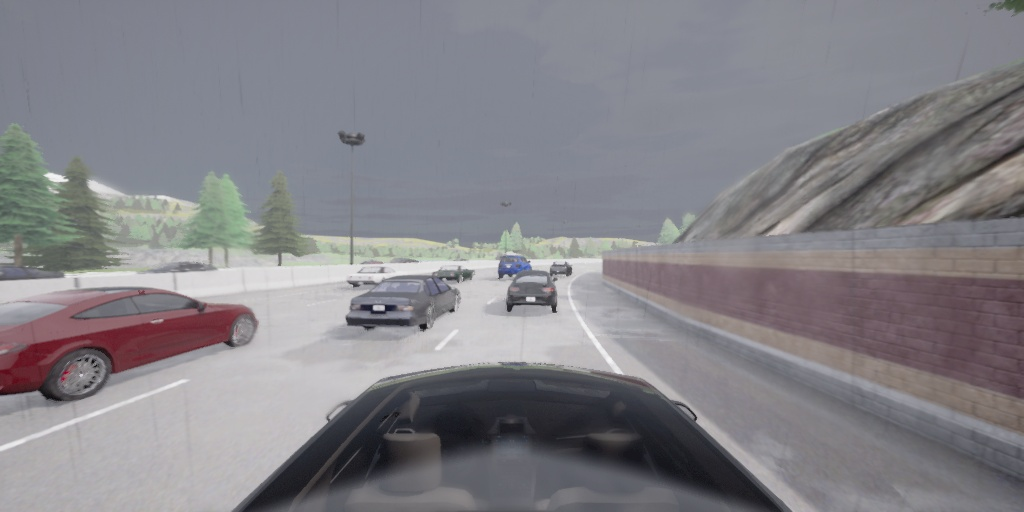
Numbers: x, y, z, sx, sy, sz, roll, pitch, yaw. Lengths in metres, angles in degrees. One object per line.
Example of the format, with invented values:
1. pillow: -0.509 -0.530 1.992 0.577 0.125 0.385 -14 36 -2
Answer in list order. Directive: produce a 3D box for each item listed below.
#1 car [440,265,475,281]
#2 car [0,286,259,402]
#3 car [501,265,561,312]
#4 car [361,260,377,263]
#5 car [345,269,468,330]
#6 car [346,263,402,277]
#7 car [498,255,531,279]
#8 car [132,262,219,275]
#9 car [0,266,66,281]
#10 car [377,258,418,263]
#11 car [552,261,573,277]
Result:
1. car: -4.309 1.337 27.203 1.895 1.301 4.718 0 0 11
2. car: -6.737 1.254 6.233 1.812 1.442 4.674 0 0 2
3. car: 0.840 1.278 14.251 1.812 1.442 4.674 0 0 5
4. car: -21.948 1.243 55.756 1.994 1.385 4.181 0 0 20
5. car: -2.987 1.288 11.051 2.033 1.411 5.357 0 0 4
6. car: -8.551 1.323 23.283 1.895 1.301 4.718 0 0 9
7. car: 0.316 0.972 32.044 2.150 2.045 5.566 0 0 13
8. car: -22.707 1.182 24.395 1.837 1.490 4.892 0 0 9
9. car: -27.046 1.211 18.531 2.033 1.411 5.357 0 0 6
10. car: -14.380 1.055 45.208 2.097 1.767 4.553 0 0 16
11. car: 4.951 1.257 35.897 2.128 1.511 4.902 0 0 15
